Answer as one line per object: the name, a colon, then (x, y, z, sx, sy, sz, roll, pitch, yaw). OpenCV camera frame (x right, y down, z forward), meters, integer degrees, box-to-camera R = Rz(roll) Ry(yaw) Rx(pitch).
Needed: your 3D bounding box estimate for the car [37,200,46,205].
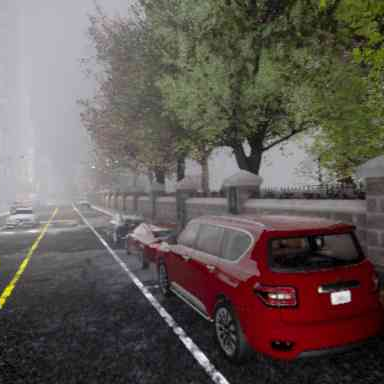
car: (-38.961, 2.682, 86.275, 1.947, 1.339, 4.313, -1, 0, -21)

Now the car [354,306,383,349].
car: (2.791, 1.497, 0.757, 1.802, 1.307, 4.206, -1, 0, -21)

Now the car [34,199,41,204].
car: (-29.042, 2.409, 60.303, 2.008, 1.369, 4.403, -1, 0, -21)

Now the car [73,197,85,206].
car: (-24.960, 2.035, 73.486, 2.192, 1.841, 5.009, -1, 0, -21)

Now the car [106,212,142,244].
car: (-3.137, 1.646, 16.355, 2.008, 1.369, 4.403, -1, 0, -21)

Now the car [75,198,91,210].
car: (-17.021, 2.052, 52.710, 2.008, 1.369, 4.403, -1, 0, -21)

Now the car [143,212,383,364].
car: (0.824, 1.292, 5.968, 2.192, 1.841, 5.009, -1, 0, -21)

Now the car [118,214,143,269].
car: (-1.153, 1.618, 11.161, 1.802, 1.307, 4.206, -1, 0, -21)

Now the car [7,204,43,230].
car: (-12.397, 1.899, 24.643, 1.812, 1.442, 4.674, -2, 0, -21)

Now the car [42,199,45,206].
car: (-33.009, 2.531, 70.692, 1.947, 1.339, 4.313, -1, 0, -21)

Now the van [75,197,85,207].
van: (-22.976, 2.009, 68.292, 1.690, 1.788, 3.998, -1, 0, -21)

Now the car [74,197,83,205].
car: (-20.990, 2.053, 63.099, 1.967, 1.590, 4.097, -1, 0, -21)

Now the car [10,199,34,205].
car: (-23.097, 2.004, 44.720, 2.192, 1.841, 5.009, -1, 0, -21)
